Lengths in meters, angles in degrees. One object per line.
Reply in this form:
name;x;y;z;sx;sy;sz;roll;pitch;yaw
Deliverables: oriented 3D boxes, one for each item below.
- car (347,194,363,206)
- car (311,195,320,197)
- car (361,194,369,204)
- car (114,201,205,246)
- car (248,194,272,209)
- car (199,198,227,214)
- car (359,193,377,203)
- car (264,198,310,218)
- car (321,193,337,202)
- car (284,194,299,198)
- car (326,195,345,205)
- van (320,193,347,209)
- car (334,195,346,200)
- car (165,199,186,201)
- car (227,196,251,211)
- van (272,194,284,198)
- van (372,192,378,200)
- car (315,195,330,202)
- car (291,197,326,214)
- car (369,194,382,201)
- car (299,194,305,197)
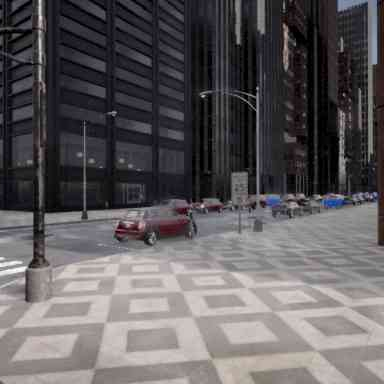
car;24.704;1.418;51.646;1.947;1.339;4.313;0;0;36
car;24.319;1.303;65.718;1.967;1.590;4.097;0;0;36
car;27.978;1.408;56.201;1.947;1.339;4.313;0;0;36
car;-1.483;1.392;15.208;1.967;1.590;4.097;0;0;36
car;7.951;1.231;42.943;2.192;1.841;5.009;0;0;36
car;1.404;1.382;33.832;1.967;1.590;4.097;0;0;36
car;34.525;1.368;65.311;1.887;1.381;4.507;0;0;36
car;8.338;1.462;28.872;2.008;1.369;4.403;0;0;36
car;30.867;1.160;74.828;2.192;1.841;5.009;0;0;36
car;14.498;1.208;52.053;2.192;1.841;5.009;0;0;36
car;23.806;1.336;54.958;1.882;1.535;5.008;0;0;35
van;18.157;1.216;42.536;1.690;1.788;3.998;0;0;36
car;37.414;1.394;83.939;1.947;1.339;4.313;0;0;36
car;-1.870;1.395;29.277;1.967;1.590;4.097;0;0;36
car;4.678;1.479;38.388;2.008;1.369;4.403;0;0;36
van;11.224;1.246;47.497;1.690;1.788;3.998;0;0;36
van;37.798;1.156;69.865;1.690;1.788;3.998;0;0;36
car;27.593;1.405;70.274;2.008;1.369;4.403;0;0;36
car;11.611;1.464;33.427;1.947;1.339;4.313;0;0;36
car;41.071;1.246;74.420;1.967;1.590;4.097;0;0;36
car;17.771;1.198;56.607;2.192;1.841;5.009;0;0;36
